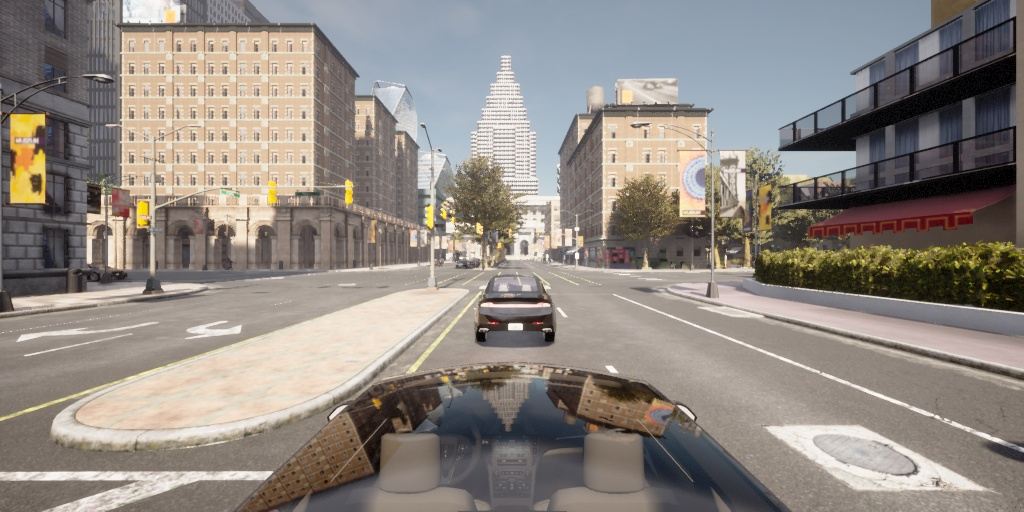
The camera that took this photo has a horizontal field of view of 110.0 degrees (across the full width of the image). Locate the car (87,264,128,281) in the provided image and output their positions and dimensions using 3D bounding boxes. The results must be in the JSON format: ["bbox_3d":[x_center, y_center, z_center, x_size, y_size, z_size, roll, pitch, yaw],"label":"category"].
[{"bbox_3d":[-34.159,1.314,29.234,4.181,1.385,1.994,0,0,0],"label":"car"}]

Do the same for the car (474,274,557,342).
[{"bbox_3d":[0.082,1.242,9.778,2.128,1.511,4.902,0,0,0],"label":"car"}]

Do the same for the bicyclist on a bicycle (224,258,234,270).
[{"bbox_3d":[-37.237,1.050,47.188,0.582,1.620,1.656,0,0,0],"label":"bicyclist on a bicycle"}]

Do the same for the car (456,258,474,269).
[{"bbox_3d":[-8.002,1.241,58.527,2.128,1.511,4.902,0,0,0],"label":"car"}]
